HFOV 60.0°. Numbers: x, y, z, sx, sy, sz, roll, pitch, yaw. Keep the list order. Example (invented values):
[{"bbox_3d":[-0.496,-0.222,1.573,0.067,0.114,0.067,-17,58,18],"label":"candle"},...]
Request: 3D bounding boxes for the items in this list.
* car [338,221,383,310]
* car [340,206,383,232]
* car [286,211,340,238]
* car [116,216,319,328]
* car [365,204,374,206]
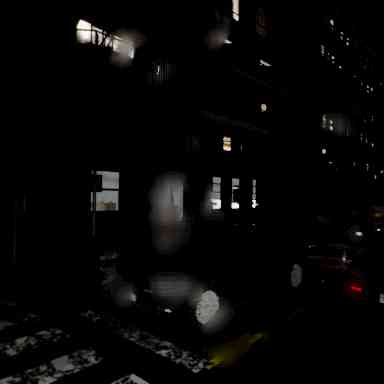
[{"bbox_3d":[4.676,1.531,6.907,1.812,1.442,4.674,0,0,43],"label":"car"},{"bbox_3d":[8.369,1.576,15.429,1.994,1.385,4.181,0,0,43],"label":"car"},{"bbox_3d":[5.221,1.594,15.833,1.802,1.307,4.206,1,1,43],"label":"car"},{"bbox_3d":[0.734,1.482,7.319,1.882,1.535,5.008,0,0,44],"label":"car"},{"bbox_3d":[12.650,1.542,23.826,1.752,1.417,4.829,1,1,43],"label":"car"}]
